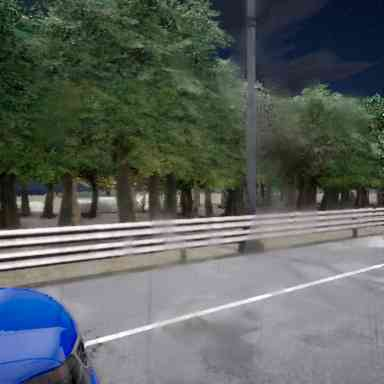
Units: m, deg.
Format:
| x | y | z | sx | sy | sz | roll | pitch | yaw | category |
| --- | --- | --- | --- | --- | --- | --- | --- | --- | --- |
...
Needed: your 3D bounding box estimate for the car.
| x | y | z | sx | sy | sz | roll | pitch | yaw | category |
| --- | --- | --- | --- | --- | --- | --- | --- | --- | --- |
| -3.234 | 1.225 | 1.444 | 5.566 | 2.045 | 2.150 | 0 | 0 | -35 | car |
